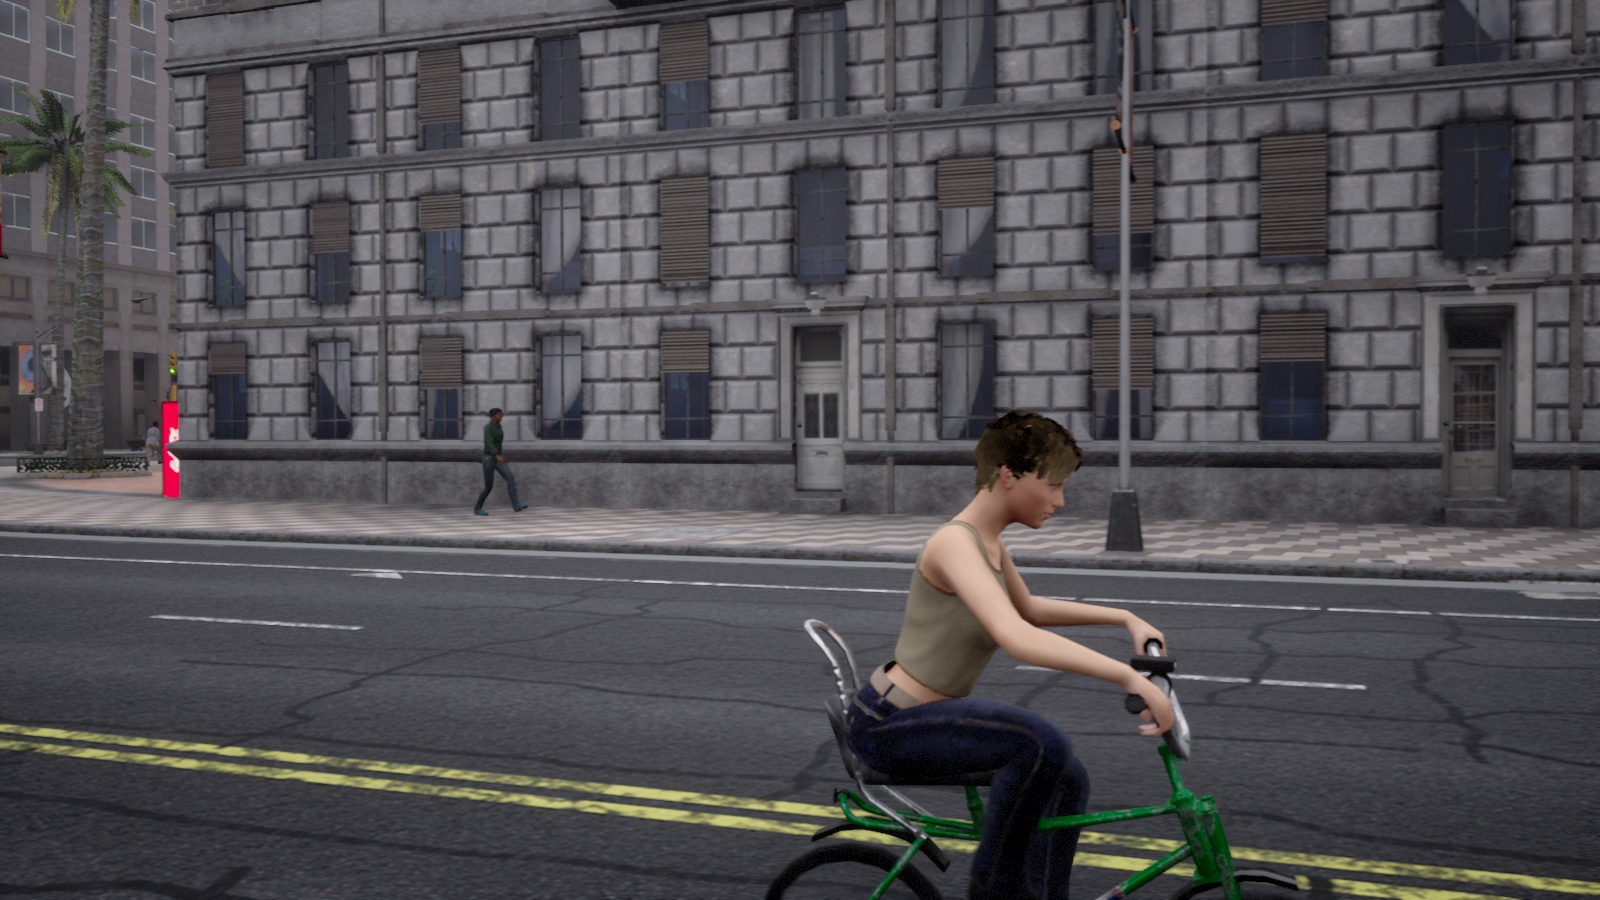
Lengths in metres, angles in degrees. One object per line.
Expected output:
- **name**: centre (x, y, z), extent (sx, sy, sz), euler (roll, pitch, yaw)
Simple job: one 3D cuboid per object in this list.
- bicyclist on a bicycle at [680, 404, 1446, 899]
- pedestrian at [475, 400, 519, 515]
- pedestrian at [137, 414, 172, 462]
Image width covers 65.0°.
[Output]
- **bicyclist on a bicycle**: centre (0.591, 0.717, 2.970), extent (1.509, 1.612, 0.866), euler (2, 1, 18)
- **pedestrian**: centre (-4.936, 0.117, 20.444), extent (0.614, 1.847, 0.353), euler (1, 1, 23)
- **pedestrian**: centre (-25.675, -0.481, 49.933), extent (0.874, 1.855, 0.900), euler (0, 1, 7)
